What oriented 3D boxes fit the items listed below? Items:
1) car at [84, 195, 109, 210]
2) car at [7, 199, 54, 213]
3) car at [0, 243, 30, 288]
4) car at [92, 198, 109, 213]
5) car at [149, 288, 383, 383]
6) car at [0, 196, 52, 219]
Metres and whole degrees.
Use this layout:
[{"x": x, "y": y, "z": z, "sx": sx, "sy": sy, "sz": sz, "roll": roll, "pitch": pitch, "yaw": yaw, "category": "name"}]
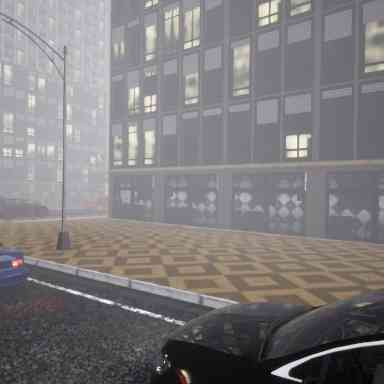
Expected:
[{"x": -12.140, "y": 1.457, "z": 45.877, "sx": 2.150, "sy": 2.045, "sz": 5.566, "roll": 1, "pitch": 0, "yaw": 36, "category": "car"}, {"x": -19.504, "y": 1.642, "z": 40.319, "sx": 1.752, "sy": 1.417, "sz": 4.829, "roll": 1, "pitch": 0, "yaw": 37, "category": "car"}, {"x": -6.070, "y": 1.543, "z": 8.032, "sx": 5.357, "sy": 1.411, "sz": 2.033, "roll": 0, "pitch": 0, "yaw": 36, "category": "car"}, {"x": -9.210, "y": 1.829, "z": 40.137, "sx": 1.752, "sy": 1.417, "sz": 4.829, "roll": 1, "pitch": 0, "yaw": 37, "category": "car"}, {"x": 1.850, "y": 1.505, "z": 2.363, "sx": 4.892, "sy": 1.490, "sz": 1.837, "roll": 0, "pitch": 0, "yaw": 35, "category": "car"}, {"x": -16.025, "y": 1.518, "z": 30.938, "sx": 2.192, "sy": 1.841, "sz": 5.009, "roll": 1, "pitch": 0, "yaw": 37, "category": "car"}]
